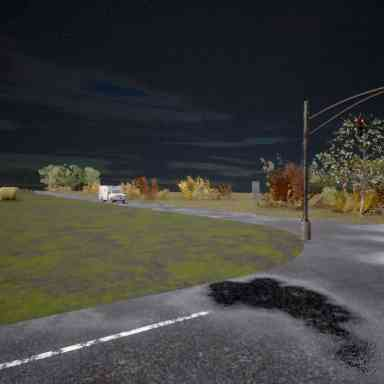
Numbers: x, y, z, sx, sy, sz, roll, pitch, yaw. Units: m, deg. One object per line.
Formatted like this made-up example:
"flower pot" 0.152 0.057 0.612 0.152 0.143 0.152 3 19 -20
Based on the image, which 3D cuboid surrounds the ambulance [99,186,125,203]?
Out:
"ambulance" -11.962 0.341 50.021 2.351 2.431 6.366 2 0 -32
